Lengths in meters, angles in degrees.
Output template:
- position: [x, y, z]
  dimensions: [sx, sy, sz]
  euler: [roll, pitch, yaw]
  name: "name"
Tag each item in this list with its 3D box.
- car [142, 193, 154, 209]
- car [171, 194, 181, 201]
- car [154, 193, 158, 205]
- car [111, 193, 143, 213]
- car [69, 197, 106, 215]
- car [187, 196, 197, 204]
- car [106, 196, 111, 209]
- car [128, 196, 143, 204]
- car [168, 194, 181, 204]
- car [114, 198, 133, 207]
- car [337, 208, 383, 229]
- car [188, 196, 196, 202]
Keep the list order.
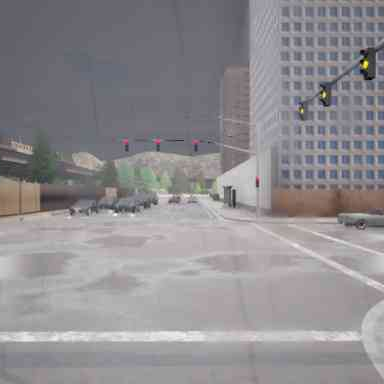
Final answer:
- position: [-7.091, 1.209, 46.175]
  dimensions: [2.150, 2.045, 5.566]
  euler: [0, 0, 0]
  name: "car"
- position: [-3.511, 1.285, 74.425]
  dimensions: [1.882, 1.535, 5.008]
  euler: [0, 0, 0]
  name: "car"
- position: [-7.073, 1.206, 56.904]
  dimensions: [2.150, 2.045, 5.566]
  euler: [0, 0, 0]
  name: "car"
- position: [-7.093, 1.342, 36.739]
  dimensions: [2.097, 1.767, 4.553]
  euler: [0, 0, 0]
  name: "car"
- position: [-10.608, 1.482, 33.190]
  dimensions: [2.128, 1.511, 4.902]
  euler: [0, 0, 1]
  name: "car"
- position: [0.086, 1.583, 64.563]
  dimensions: [1.895, 1.301, 4.718]
  euler: [0, 0, 0]
  name: "car"
- position: [-10.598, 1.340, 42.087]
  dimensions: [2.097, 1.767, 4.553]
  euler: [0, 0, 0]
  name: "car"
- position: [-10.568, 1.461, 62.100]
  dimensions: [1.882, 1.535, 5.008]
  euler: [0, 0, 0]
  name: "car"
- position: [-3.510, 1.583, 64.232]
  dimensions: [1.895, 1.301, 4.718]
  euler: [0, 0, 0]
  name: "car"
- position: [-10.595, 1.587, 51.881]
  dimensions: [1.895, 1.301, 4.718]
  euler: [0, 0, 0]
  name: "car"
- position: [11.850, 1.650, 21.142]
  dimensions: [4.718, 1.301, 1.895]
  euler: [0, 0, 0]
  name: "car"
- position: [-0.010, 1.575, 74.805]
  dimensions: [1.895, 1.301, 4.718]
  euler: [0, 0, 0]
  name: "car"
